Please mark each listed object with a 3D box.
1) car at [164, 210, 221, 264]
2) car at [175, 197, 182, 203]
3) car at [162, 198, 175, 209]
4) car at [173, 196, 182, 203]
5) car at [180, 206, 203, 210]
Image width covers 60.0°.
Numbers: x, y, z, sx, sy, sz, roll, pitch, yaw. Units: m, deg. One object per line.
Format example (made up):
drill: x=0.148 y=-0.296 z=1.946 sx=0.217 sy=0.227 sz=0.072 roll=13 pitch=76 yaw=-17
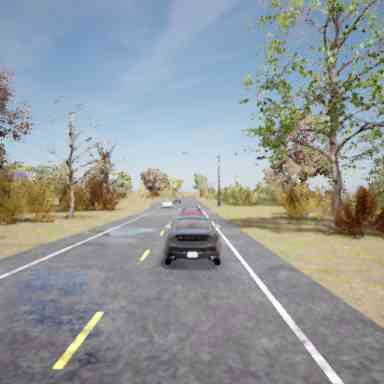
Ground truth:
car: x=0.030 y=1.636 z=12.371 sx=1.837 sy=1.490 sz=4.892 roll=0 pitch=0 yaw=0
car: x=-3.798 y=2.145 z=83.935 sx=2.128 sy=1.511 sz=4.902 roll=0 pitch=0 yaw=-2
car: x=-4.256 y=2.105 z=58.090 sx=1.812 sy=1.442 sz=4.674 roll=0 pitch=-1 yaw=-4
car: x=-3.956 y=2.106 z=91.219 sx=2.097 sy=1.767 sz=4.553 roll=0 pitch=0 yaw=0
car: x=-0.029 y=1.853 z=27.559 sx=1.994 sy=1.385 sz=4.181 roll=0 pitch=0 yaw=0
